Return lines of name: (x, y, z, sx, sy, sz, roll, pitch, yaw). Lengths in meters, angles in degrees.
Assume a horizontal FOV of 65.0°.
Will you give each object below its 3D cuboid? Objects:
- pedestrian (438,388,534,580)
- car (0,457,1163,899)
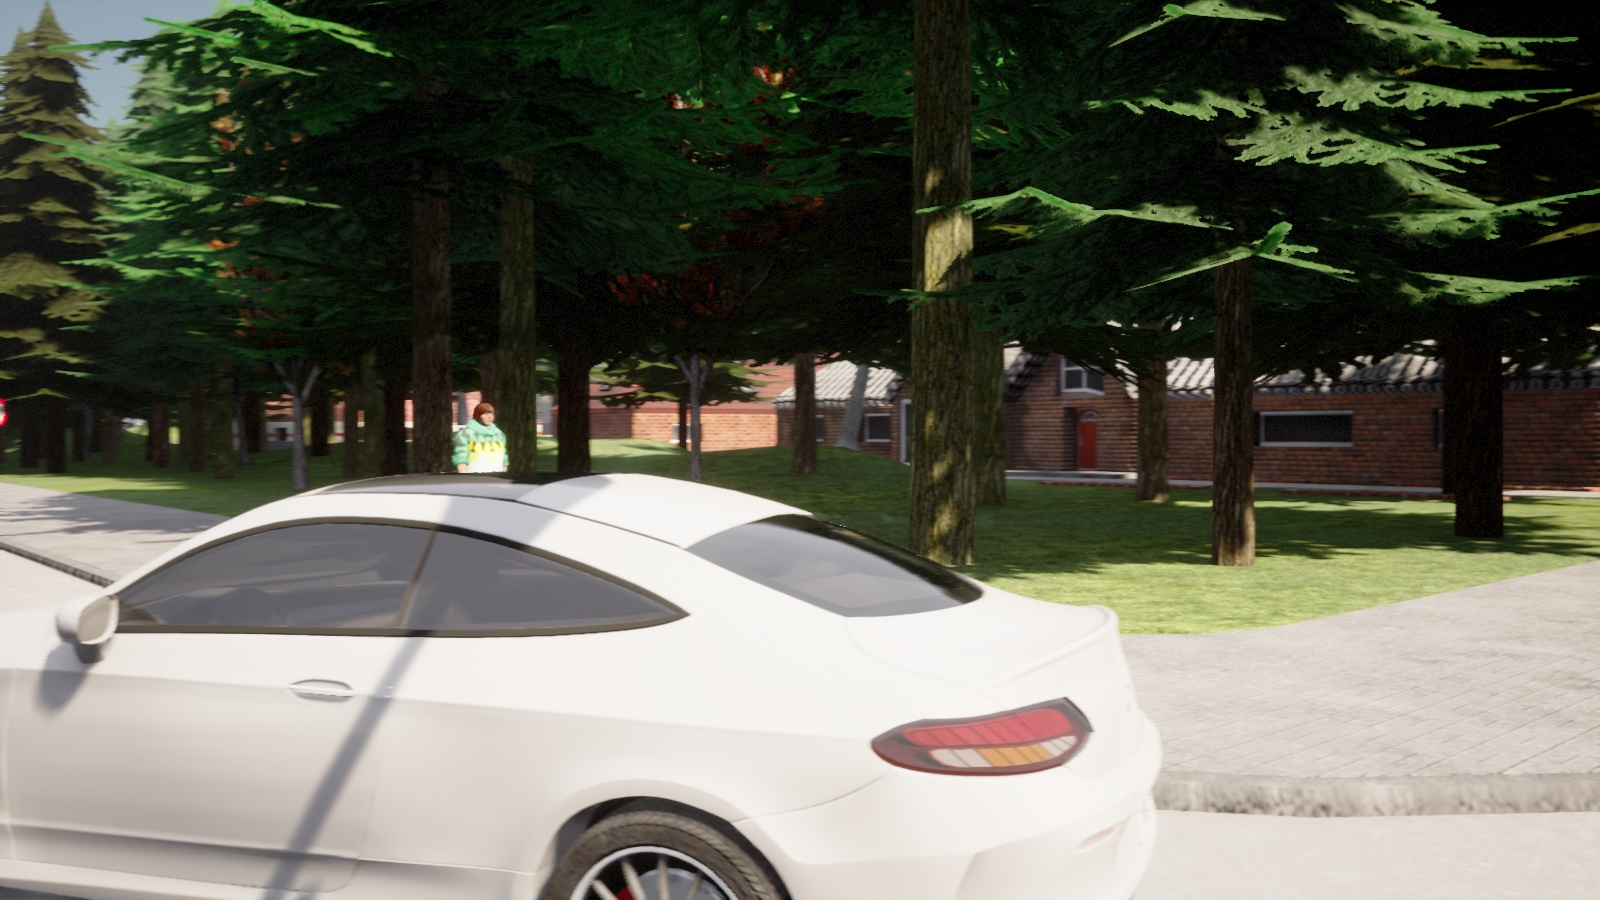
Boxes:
pedestrian: (-3.331, 0.339, 13.309, 0.659, 1.952, 0.873, 0, 1, -41)
car: (-1.279, 0.788, 4.278, 4.674, 1.442, 1.812, 1, 1, 21)
